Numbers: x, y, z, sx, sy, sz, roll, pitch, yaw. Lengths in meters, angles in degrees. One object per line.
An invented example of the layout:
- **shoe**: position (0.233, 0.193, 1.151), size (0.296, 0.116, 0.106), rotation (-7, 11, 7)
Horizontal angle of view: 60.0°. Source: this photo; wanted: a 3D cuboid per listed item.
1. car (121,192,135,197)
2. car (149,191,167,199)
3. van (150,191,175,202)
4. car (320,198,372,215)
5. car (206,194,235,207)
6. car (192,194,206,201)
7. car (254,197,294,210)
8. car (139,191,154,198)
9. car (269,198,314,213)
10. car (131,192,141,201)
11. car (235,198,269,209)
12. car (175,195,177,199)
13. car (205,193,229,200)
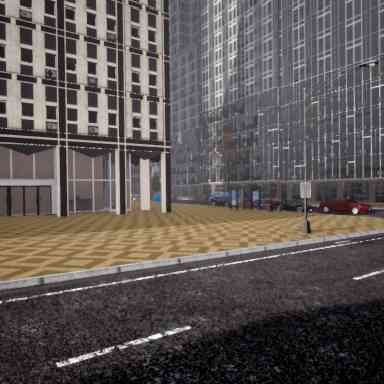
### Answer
- **car**: position (-17.604, 0.688, 91.536), size (2.008, 1.369, 4.403), rotation (0, 1, -34)
- **car**: position (-7.973, 0.615, 77.464), size (2.192, 1.841, 5.009), rotation (0, 1, -34)
- **van**: position (-5.256, 0.937, 58.662), size (1.690, 1.788, 3.998), rotation (0, 1, -34)
- **car**: position (15.266, 1.330, 33.240), size (1.882, 1.535, 5.008), rotation (-1, 1, -34)
- **car**: position (4.330, 1.319, 44.566), size (1.947, 1.339, 4.313), rotation (0, 1, -34)
- **car**: position (1.659, 1.043, 63.397), size (1.802, 1.307, 4.206), rotation (0, 1, -34)
- **car**: position (10.048, 1.369, 40.884), size (1.895, 1.301, 4.718), rotation (-1, 1, -35)
- **car**: position (-11.183, 0.686, 82.155), size (1.967, 1.590, 4.097), rotation (0, 1, -34)
- **car**: position (10.689, 1.424, 35.141), size (1.947, 1.339, 4.313), rotation (0, 1, -34)
- **car**: position (-11.678, 1.039, 68.044), size (2.008, 1.369, 4.403), rotation (0, 1, -34)
- **car**: position (7.492, 1.388, 39.843), size (1.802, 1.307, 4.206), rotation (0, 1, -34)
- **car**: position (-4.762, 0.936, 72.777), size (1.802, 1.307, 4.206), rotation (0, 1, -34)
- **car**: position (4.403, 1.241, 49.137), size (1.994, 1.385, 4.181), rotation (-1, 1, -34)
